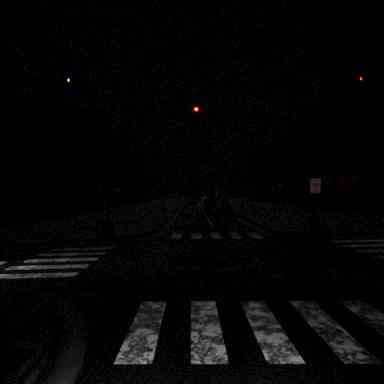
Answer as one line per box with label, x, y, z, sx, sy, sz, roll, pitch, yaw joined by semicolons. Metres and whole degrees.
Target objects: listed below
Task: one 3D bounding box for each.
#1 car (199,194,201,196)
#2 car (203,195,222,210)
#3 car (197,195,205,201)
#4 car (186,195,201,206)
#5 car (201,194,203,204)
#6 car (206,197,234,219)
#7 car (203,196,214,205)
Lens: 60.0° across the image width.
car;2.895;1.498;67.907;2.097;1.767;4.553;0;0;0
car;2.580;1.356;35.138;2.192;1.841;5.009;-1;0;0
car;2.498;1.702;94.564;1.967;1.590;4.097;-1;0;0
car;-0.016;1.664;55.967;1.994;1.385;4.181;0;0;0
car;2.572;1.369;40.541;2.192;1.841;5.009;-1;0;0
car;2.589;1.470;29.736;1.967;1.590;4.097;-1;0;0
car;2.941;1.575;61.126;1.801;1.575;5.366;0;0;0
